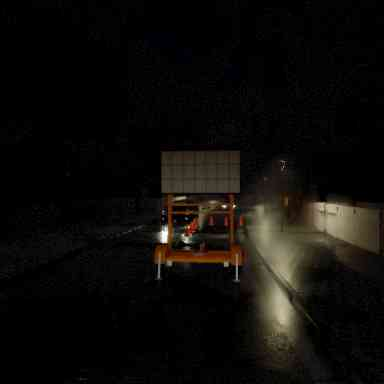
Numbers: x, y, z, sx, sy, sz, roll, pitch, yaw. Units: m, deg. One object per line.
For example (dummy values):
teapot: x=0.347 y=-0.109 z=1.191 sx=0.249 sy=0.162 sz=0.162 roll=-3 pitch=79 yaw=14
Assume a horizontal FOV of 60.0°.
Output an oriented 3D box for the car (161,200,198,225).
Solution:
car: x=-0.840 y=1.388 z=24.494 sx=2.097 sy=1.767 sz=4.553 roll=0 pitch=0 yaw=9

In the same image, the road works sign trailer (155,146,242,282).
road works sign trailer: x=0.266 y=0.471 z=9.872 sx=2.380 sy=3.560 sz=2.880 roll=0 pitch=0 yaw=5

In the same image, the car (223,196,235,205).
car: x=6.701 y=1.482 z=60.011 sx=2.097 sy=1.767 sz=4.553 roll=0 pitch=0 yaw=10
